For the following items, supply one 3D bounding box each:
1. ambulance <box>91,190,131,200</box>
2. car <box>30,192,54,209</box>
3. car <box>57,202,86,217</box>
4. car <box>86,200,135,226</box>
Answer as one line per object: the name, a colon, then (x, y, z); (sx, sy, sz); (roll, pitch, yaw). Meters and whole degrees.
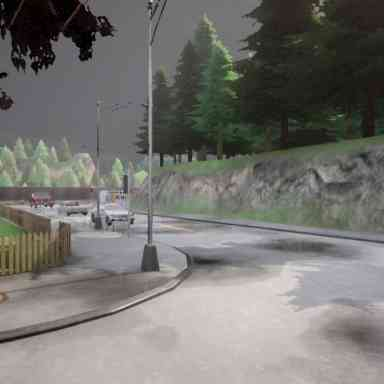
ambulance: (-8.716, 1.031, 35.153); (2.351, 2.431, 6.366); (0, 0, -35)
car: (-20.149, 1.031, 44.388); (2.150, 2.045, 5.566); (0, 0, -35)
car: (-11.481, 1.601, 31.975); (1.895, 1.301, 4.718); (0, 0, -35)
car: (-5.809, 1.526, 23.946); (1.812, 1.442, 4.674); (0, 0, -35)
